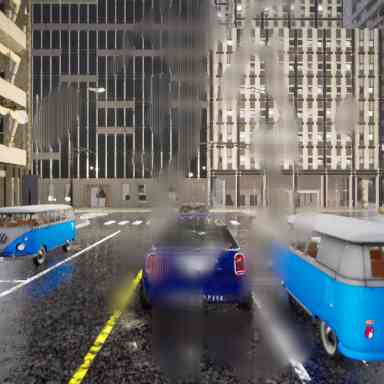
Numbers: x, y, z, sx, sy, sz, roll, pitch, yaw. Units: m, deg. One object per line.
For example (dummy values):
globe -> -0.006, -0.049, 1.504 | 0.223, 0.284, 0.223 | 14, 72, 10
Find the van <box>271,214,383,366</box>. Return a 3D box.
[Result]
van -> 2.557, 1.344, 5.657 | 1.690, 1.788, 3.998 | 0, 0, 0

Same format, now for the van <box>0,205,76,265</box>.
van -> -5.337, 1.347, 11.322 | 1.690, 1.788, 3.998 | 0, 0, 0

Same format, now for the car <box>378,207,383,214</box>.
car -> 18.975, 1.496, 29.082 | 4.829, 1.417, 1.752 | 0, 0, 0

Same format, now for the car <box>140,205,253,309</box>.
car -> 0.082, 1.356, 8.029 | 2.097, 1.767, 4.553 | 0, 0, 0

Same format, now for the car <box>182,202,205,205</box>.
car -> 0.082, 1.363, 18.055 | 2.097, 1.767, 4.553 | 0, 0, 0
